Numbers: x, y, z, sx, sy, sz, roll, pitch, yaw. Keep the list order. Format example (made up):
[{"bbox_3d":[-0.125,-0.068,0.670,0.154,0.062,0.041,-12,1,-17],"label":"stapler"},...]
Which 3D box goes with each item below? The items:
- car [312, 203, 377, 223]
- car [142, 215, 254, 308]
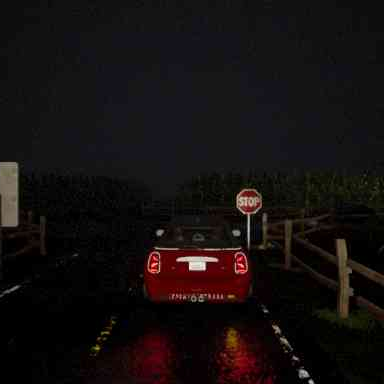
[{"bbox_3d":[10.821,1.465,23.739,4.181,1.385,1.994,0,0,1],"label":"car"},{"bbox_3d":[0.150,1.351,8.096,2.097,1.767,4.553,0,0,1],"label":"car"}]
